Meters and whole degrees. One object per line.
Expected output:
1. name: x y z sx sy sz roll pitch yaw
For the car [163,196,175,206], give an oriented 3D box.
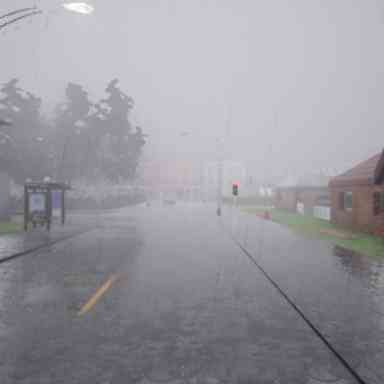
1. car: -4.047 1.552 58.709 1.882 1.535 5.008 0 0 1
